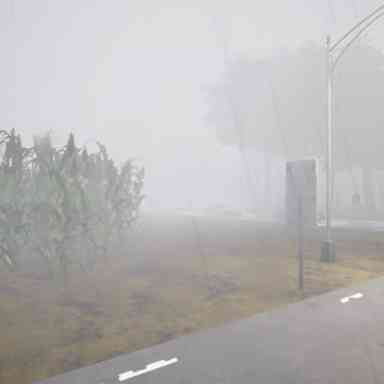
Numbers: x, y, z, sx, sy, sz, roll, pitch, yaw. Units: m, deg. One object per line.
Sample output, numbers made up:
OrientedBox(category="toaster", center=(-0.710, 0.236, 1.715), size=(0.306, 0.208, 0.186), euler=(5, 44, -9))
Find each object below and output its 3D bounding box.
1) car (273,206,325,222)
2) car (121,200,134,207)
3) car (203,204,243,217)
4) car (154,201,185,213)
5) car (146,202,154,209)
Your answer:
OrientedBox(category="car", center=(8.797, 1.765, 27.547), size=(1.994, 1.385, 4.181), euler=(-1, 0, -36))
OrientedBox(category="car", center=(-11.484, 2.151, 61.244), size=(1.812, 1.442, 4.674), euler=(-1, 0, -35))
OrientedBox(category="car", center=(3.256, 1.909, 35.372), size=(1.895, 1.301, 4.718), euler=(-1, 0, -35))
OrientedBox(category="car", center=(-2.808, 1.955, 43.992), size=(1.812, 1.442, 4.674), euler=(-1, 0, -35))
OrientedBox(category="car", center=(-5.521, 2.098, 52.834), size=(1.895, 1.301, 4.718), euler=(-1, 0, -35))
